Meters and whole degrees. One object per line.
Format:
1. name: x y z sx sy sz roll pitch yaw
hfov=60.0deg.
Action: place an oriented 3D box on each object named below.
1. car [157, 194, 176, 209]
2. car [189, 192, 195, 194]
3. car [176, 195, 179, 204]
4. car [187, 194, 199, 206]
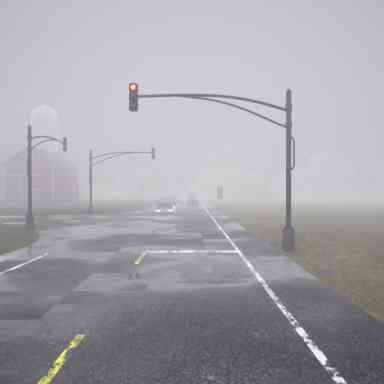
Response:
1. car: -3.572 1.444 45.088 1.882 1.535 5.008 0 0 0
2. car: 0.058 1.112 87.388 2.150 2.045 5.566 0 0 0
3. car: -3.559 1.516 54.982 1.994 1.385 4.181 0 0 0
4. car: 0.142 1.499 55.024 2.033 1.411 5.357 0 0 0
